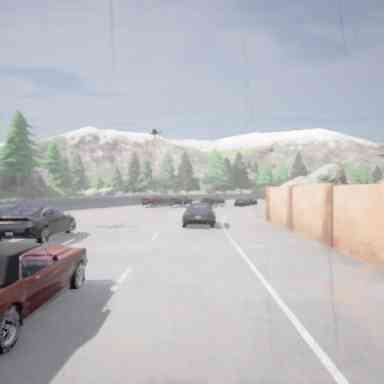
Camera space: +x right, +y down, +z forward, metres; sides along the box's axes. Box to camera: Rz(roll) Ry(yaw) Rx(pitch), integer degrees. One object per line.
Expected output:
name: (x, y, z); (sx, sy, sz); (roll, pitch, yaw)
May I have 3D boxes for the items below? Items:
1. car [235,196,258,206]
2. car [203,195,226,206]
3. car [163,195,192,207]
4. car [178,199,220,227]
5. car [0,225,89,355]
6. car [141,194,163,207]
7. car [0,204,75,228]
car: (7.338, 1.160, 44.671); (1.994, 1.385, 4.181); (0, 0, 31)
car: (2.927, 1.107, 43.943); (1.837, 1.490, 4.892); (-2, -1, 29)
car: (-1.303, 1.114, 43.166); (1.837, 1.490, 4.892); (-2, -1, 27)
car: (0.547, 1.374, 20.947); (1.994, 1.385, 4.181); (0, 0, 6)
car: (-3.398, 1.546, 5.920); (1.895, 1.301, 4.718); (0, 0, 0)
car: (-4.738, 1.079, 44.112); (1.882, 1.535, 5.008); (-1, 0, 26)
car: (-6.855, 1.355, 14.970); (2.128, 1.511, 4.902); (0, 0, 1)
